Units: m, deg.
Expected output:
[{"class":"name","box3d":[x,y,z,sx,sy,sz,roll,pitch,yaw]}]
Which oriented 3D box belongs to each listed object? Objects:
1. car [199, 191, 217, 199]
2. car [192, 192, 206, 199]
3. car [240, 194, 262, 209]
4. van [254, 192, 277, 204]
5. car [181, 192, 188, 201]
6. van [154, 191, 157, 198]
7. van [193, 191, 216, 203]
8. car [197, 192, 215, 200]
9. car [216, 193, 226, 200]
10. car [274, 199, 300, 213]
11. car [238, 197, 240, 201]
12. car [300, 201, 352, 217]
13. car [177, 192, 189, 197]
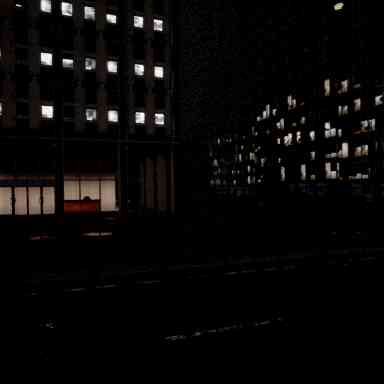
[{"class":"car","box3d":[3.639,0.635,74.935,2.192,1.841,5.009,0,1,-21]},{"class":"car","box3d":[1.594,0.707,80.239,1.967,1.590,4.097,0,1,-21]},{"class":"car","box3d":[8.041,1.332,40.089,1.947,1.339,4.313,0,1,-21]},{"class":"van","box3d":[11.819,0.871,53.723,1.690,1.788,3.998,0,1,-21]},{"class":"car","box3d":[-2.134,1.057,66.621,2.008,1.369,4.403,0,1,-21]},{"class":"van","box3d":[-8.270,0.688,82.528,1.690,1.788,3.998,0,1,-21]},{"class":"van","box3d":[1.956,0.953,56.013,1.690,1.788,3.998,0,1,-21]},{"class":"car","box3d":[2.816,0.880,69.854,1.882,1.535,5.008,-1,1,-21]},{"class":"car","box3d":[5.685,0.955,69.636,1.802,1.307,4.206,0,1,-21]},{"class":"car","box3d":[10.031,1.400,34.766,1.802,1.307,4.206,0,1,-21]},{"class":"car","box3d":[9.775,1.060,59.029,1.802,1.307,4.206,0,1,-21]},{"class":"car","box3d":[12.060,1.435,29.454,1.947,1.339,4.313,0,1,-21]},{"class":"car","box3d":[-2.496,0.711,90.846,2.008,1.369,4.403,0,1,-21]}]
